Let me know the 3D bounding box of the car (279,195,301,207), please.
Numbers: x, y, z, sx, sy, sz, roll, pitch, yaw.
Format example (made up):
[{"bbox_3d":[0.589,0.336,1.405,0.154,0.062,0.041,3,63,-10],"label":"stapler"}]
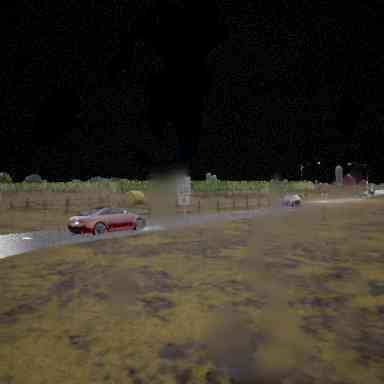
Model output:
[{"bbox_3d":[14.598,1.212,49.390,2.097,1.767,4.553,-2,0,35],"label":"car"}]

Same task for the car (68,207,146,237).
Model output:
[{"bbox_3d":[-4.404,1.475,17.681,1.994,1.385,4.181,-2,-1,35],"label":"car"}]
